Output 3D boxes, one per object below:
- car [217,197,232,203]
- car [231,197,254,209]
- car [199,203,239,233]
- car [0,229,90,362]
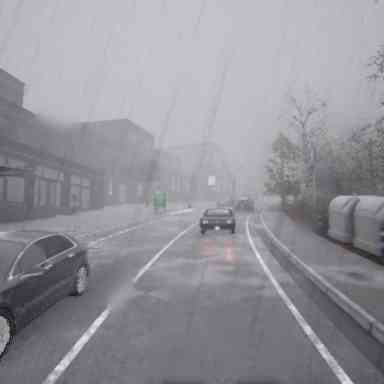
[{"bbox_3d":[4.932,1.428,48.074,2.128,1.511,4.902,-2,-1,20],"label":"car"},{"bbox_3d":[6.574,1.366,41.332,1.837,1.490,4.892,-2,0,17],"label":"car"},{"bbox_3d":[1.605,1.555,19.292,1.895,1.301,4.718,-1,0,8],"label":"car"},{"bbox_3d":[-3.341,1.501,5.827,1.837,1.490,4.892,0,0,3],"label":"car"}]
